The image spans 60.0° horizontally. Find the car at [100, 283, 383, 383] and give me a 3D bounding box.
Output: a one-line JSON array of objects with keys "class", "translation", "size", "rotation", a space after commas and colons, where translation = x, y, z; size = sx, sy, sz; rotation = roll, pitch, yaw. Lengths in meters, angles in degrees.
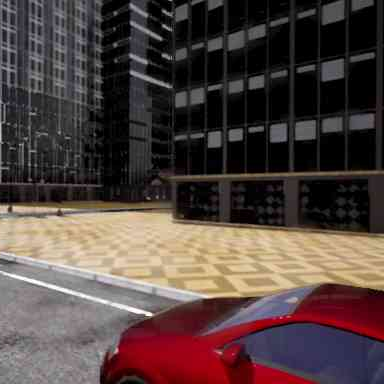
[{"class": "car", "translation": [1.127, 1.565, 2.881], "size": [4.181, 1.385, 1.994], "rotation": [0, 0, 35]}]
